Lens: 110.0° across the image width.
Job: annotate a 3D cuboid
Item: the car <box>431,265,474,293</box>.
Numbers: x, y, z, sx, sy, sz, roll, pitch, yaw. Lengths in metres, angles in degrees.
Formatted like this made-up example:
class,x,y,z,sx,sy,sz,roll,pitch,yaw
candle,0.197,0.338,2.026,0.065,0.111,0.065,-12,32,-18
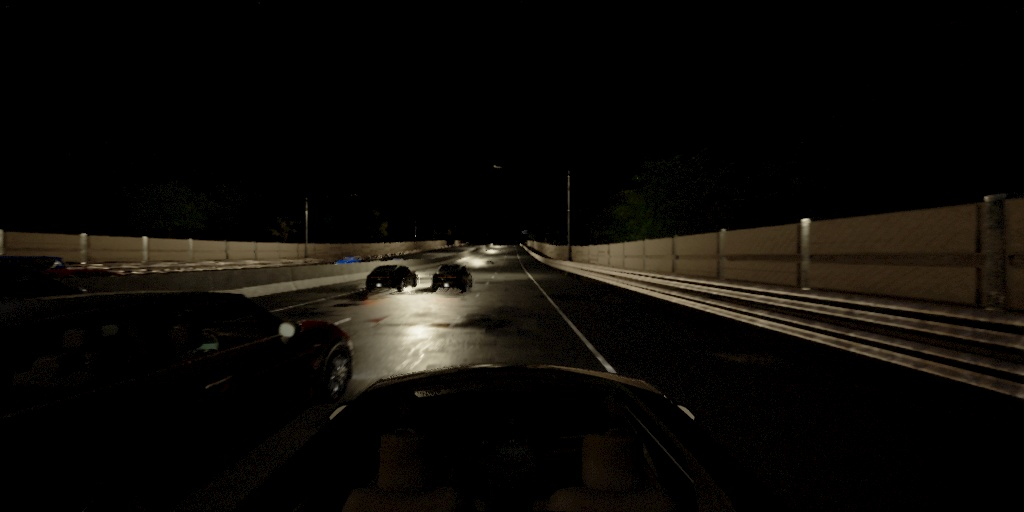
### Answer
class,x,y,z,sx,sy,sz,roll,pitch,yaw
car,-3.407,1.250,20.998,1.837,1.490,4.892,0,0,0

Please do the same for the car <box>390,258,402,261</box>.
class,x,y,z,sx,sy,sz,roll,pitch,yaw
car,-17.557,1.061,55.017,1.994,1.385,4.181,0,1,1

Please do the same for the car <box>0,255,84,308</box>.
class,x,y,z,sx,sy,sz,roll,pitch,yaw
car,-21.101,0.995,13.996,2.150,2.045,5.566,0,0,0

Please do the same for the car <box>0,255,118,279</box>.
class,x,y,z,sx,sy,sz,roll,pitch,yaw
car,-6.901,0.980,3.987,2.150,2.045,5.566,0,0,0

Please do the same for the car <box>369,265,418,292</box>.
class,x,y,z,sx,sy,sz,roll,pitch,yaw
car,-6.907,1.250,21.026,1.837,1.490,4.892,0,0,0

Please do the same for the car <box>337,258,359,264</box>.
class,x,y,z,sx,sy,sz,roll,pitch,yaw
car,-24.548,0.991,54.196,1.882,1.535,5.008,0,1,1

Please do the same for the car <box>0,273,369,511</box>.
class,x,y,z,sx,sy,sz,roll,pitch,yaw
car,-3.402,1.108,3.504,2.097,1.767,4.553,0,0,0

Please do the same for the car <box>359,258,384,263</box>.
class,x,y,z,sx,sy,sz,roll,pitch,yaw
car,-21.056,1.002,54.980,1.837,1.490,4.892,0,1,1
